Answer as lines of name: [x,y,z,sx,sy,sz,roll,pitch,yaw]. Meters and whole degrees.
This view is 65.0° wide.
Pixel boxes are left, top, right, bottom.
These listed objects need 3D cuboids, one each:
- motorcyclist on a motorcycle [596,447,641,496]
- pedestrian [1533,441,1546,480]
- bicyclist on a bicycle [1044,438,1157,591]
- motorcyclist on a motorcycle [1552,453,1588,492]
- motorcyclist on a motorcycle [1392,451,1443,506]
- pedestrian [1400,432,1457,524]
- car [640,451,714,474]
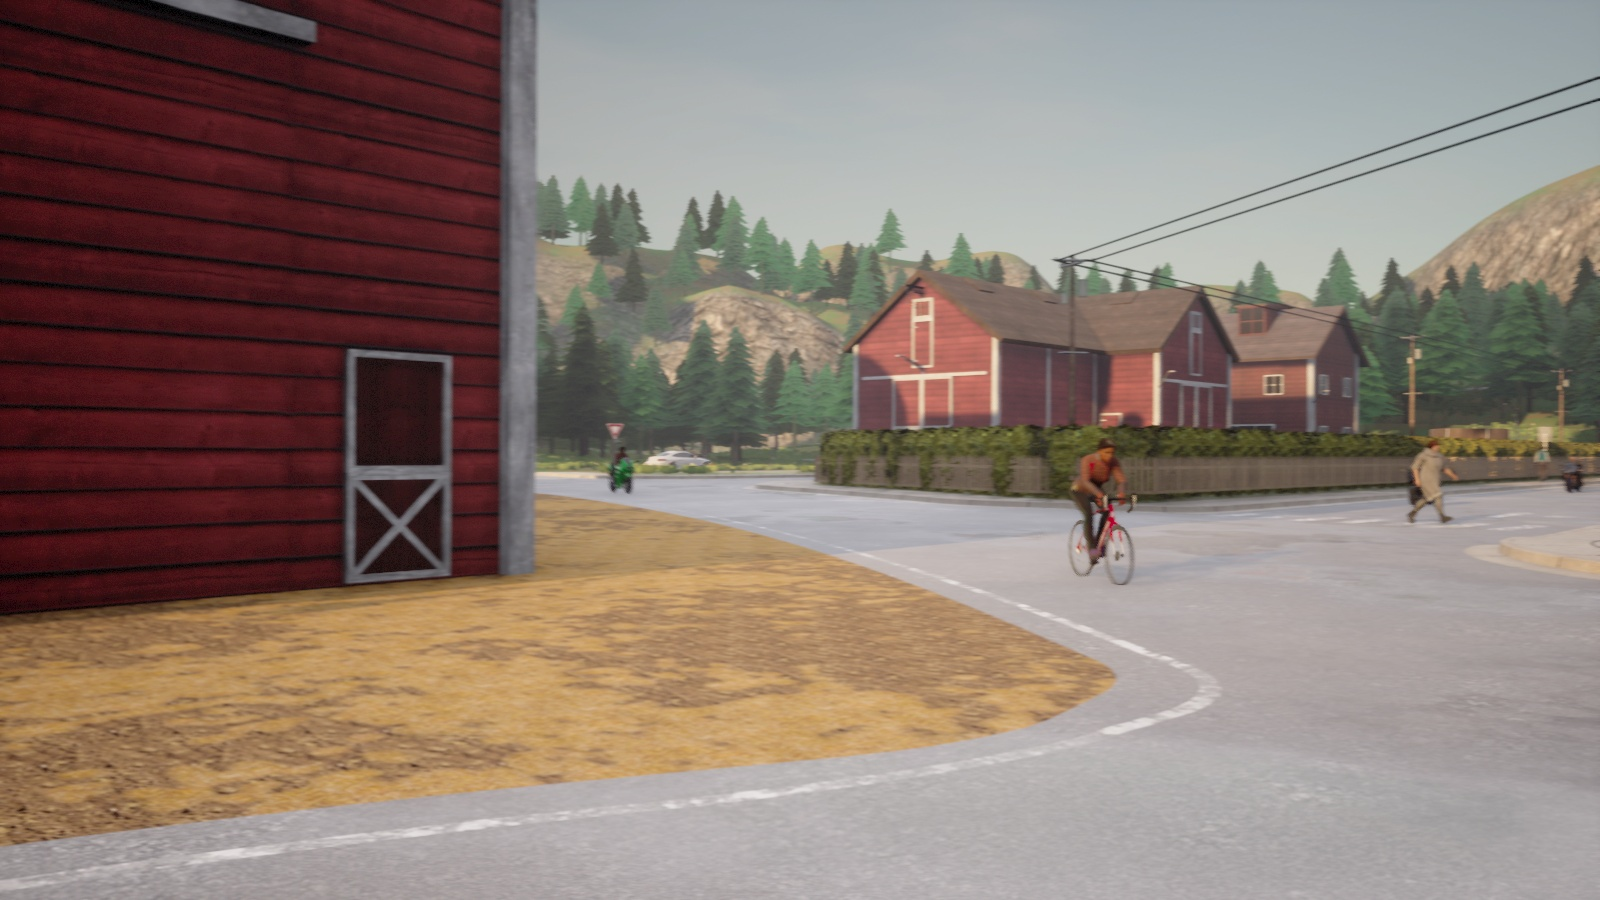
motorcyclist on a motorcycle: [-5.804,0.660,40.100,0.797,1.523,2.044,0,0,-28]
pedestrian: [37.451,0.531,63.587,0.396,1.930,0.692,0,0,44]
bicyclist on a bicycle: [3.362,0.676,14.170,0.582,1.620,1.656,0,0,-12]
motorcyclist on a motorcycle: [31.247,0.884,50.943,0.866,1.530,2.191,0,0,42]
motorcyclist on a motorcycle: [17.849,0.801,36.282,0.797,1.523,2.044,0,0,42]
pedestrian: [13.560,0.586,27.090,0.659,1.952,0.873,0,0,-27]
car: [-7.885,0.800,80.905,1.812,1.442,4.674,0,0,43]
